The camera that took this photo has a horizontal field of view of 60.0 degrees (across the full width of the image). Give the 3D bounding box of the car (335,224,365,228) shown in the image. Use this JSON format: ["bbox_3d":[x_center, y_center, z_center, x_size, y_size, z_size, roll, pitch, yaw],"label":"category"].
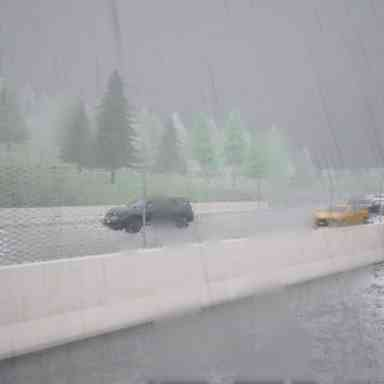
[{"bbox_3d":[9.127,1.493,20.416,5.008,1.535,1.882,0,0,-42],"label":"car"}]
